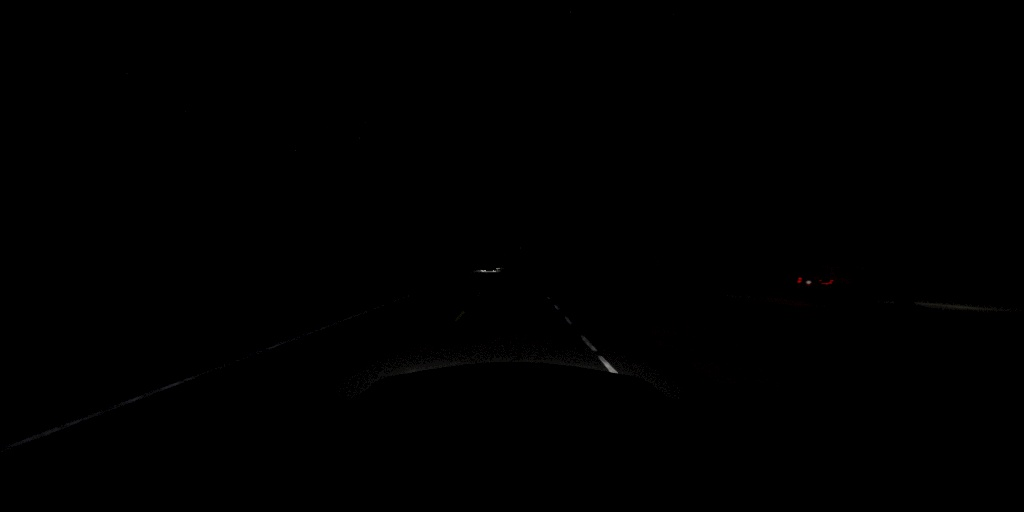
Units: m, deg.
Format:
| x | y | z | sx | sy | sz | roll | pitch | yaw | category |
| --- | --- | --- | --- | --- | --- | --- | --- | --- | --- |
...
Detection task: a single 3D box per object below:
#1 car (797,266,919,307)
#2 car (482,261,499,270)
| x | y | z | sx | sy | sz | roll | pitch | yaw | category |
| --- | --- | --- | --- | --- | --- | --- | --- | --- | --- |
| 18.942 | 1.604 | 19.790 | 5.566 | 2.045 | 2.150 | 2 | -1 | -2 | car |
| -3.548 | 1.553 | 56.059 | 1.994 | 1.385 | 4.181 | 0 | 0 | 0 | car |
